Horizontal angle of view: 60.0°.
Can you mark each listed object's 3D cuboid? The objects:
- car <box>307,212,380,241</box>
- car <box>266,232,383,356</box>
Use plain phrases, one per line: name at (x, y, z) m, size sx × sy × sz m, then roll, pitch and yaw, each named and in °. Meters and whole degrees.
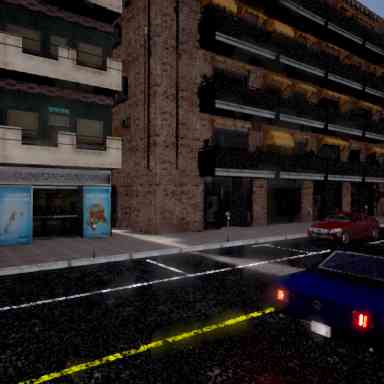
car at (7.172, 1.583, 15.538) m, size 4.206 × 1.307 × 1.802 m, roll 0°, pitch 0°, yaw -35°
car at (3.584, 1.601, 5.868) m, size 4.718 × 1.301 × 1.895 m, roll 0°, pitch 0°, yaw -35°
